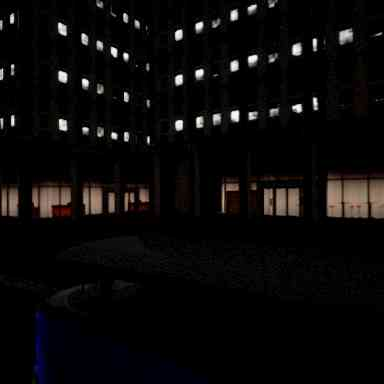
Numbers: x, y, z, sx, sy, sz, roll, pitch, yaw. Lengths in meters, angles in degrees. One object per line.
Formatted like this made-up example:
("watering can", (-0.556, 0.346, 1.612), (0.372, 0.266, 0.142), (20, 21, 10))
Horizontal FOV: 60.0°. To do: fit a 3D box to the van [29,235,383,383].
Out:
("van", (0.272, 1.355, 2.837), (3.998, 1.788, 1.690), (-1, 0, 35))
